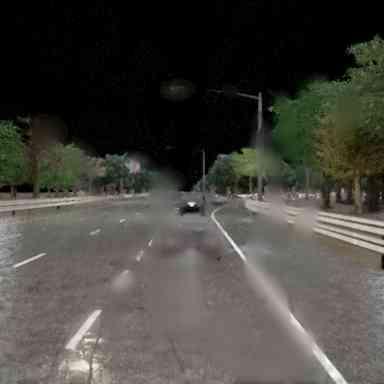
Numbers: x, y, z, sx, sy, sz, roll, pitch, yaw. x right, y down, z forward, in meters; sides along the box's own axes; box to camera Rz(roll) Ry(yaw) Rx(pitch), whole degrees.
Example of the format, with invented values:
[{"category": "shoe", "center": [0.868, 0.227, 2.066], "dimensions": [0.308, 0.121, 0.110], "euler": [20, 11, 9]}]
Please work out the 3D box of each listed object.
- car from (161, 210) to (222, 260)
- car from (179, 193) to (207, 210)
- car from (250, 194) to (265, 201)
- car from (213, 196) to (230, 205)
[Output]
[{"category": "car", "center": [-0.008, 1.554, 12.261], "dimensions": [1.895, 1.301, 4.718], "euler": [0, 0, 0]}, {"category": "car", "center": [0.103, 1.112, 28.750], "dimensions": [2.150, 2.045, 5.566], "euler": [0, 0, 3]}, {"category": "car", "center": [14.381, 1.226, 72.826], "dimensions": [2.128, 1.511, 4.902], "euler": [0, 0, 35]}, {"category": "car", "center": [4.769, 1.363, 53.253], "dimensions": [1.994, 1.385, 4.181], "euler": [0, 0, 19]}]
